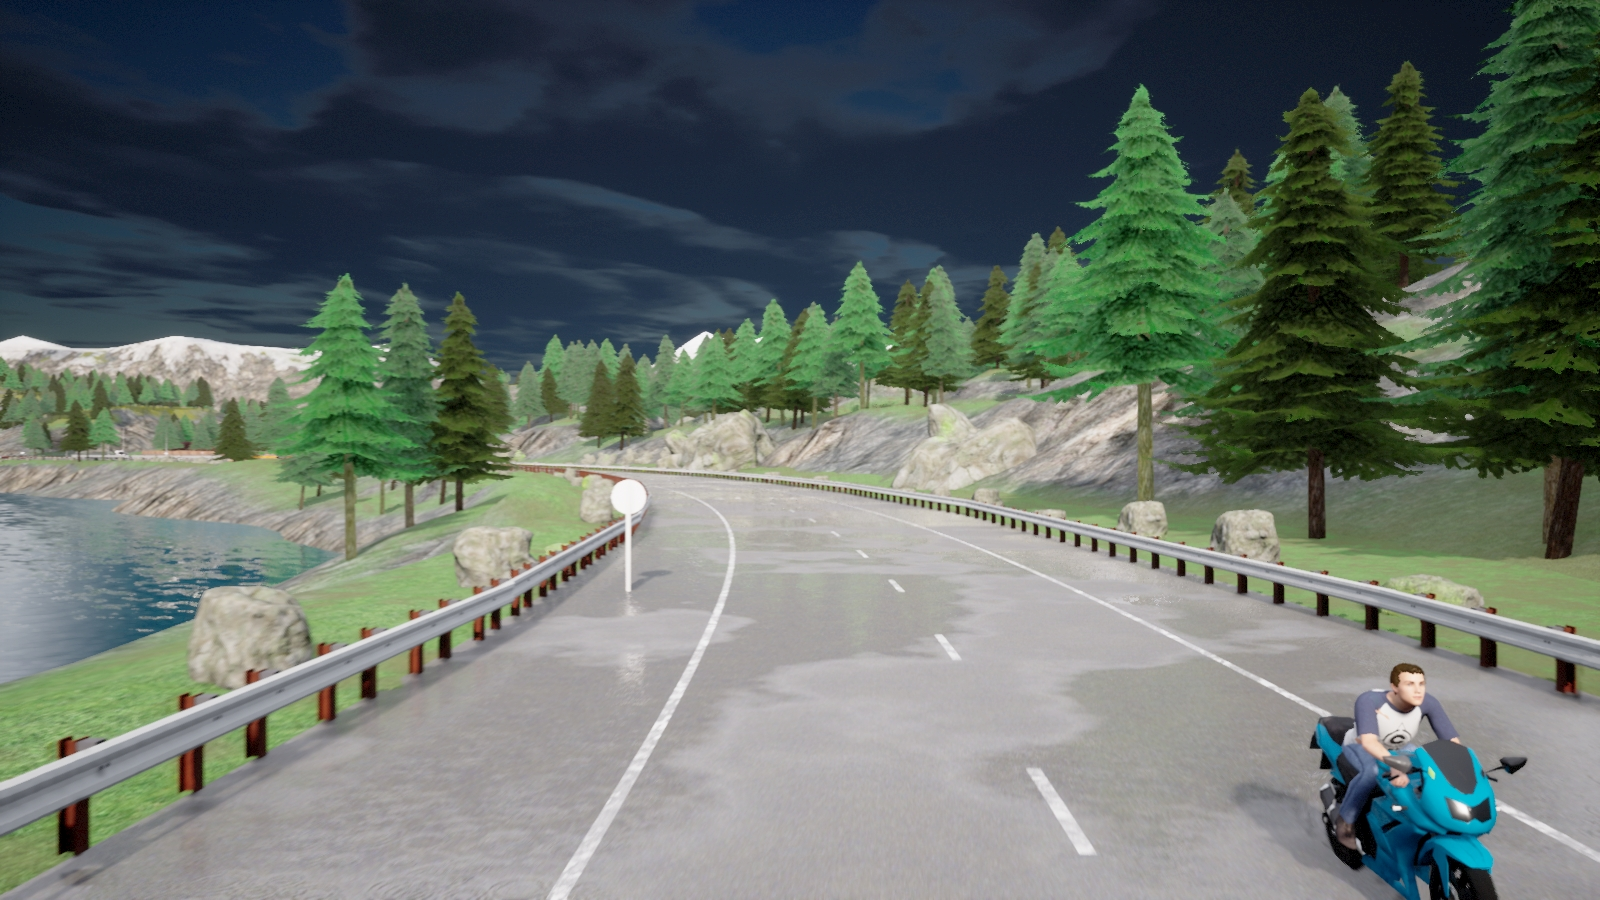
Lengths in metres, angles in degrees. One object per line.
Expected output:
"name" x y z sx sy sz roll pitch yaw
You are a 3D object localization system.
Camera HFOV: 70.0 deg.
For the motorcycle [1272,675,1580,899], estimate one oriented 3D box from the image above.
"motorcycle" 3.667 2.178 6.948 0.803 1.217 2.033 0 0 1
